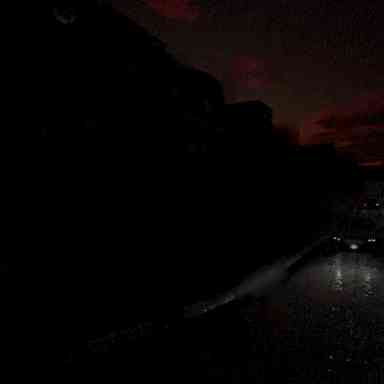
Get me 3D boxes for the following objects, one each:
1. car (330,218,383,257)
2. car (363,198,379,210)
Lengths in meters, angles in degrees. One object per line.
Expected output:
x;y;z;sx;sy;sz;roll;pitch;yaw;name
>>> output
7.541;1.970;15.234;2.128;1.511;4.902;-1;-2;29;car
27.983;1.846;51.877;2.097;1.767;4.553;-1;1;30;car
